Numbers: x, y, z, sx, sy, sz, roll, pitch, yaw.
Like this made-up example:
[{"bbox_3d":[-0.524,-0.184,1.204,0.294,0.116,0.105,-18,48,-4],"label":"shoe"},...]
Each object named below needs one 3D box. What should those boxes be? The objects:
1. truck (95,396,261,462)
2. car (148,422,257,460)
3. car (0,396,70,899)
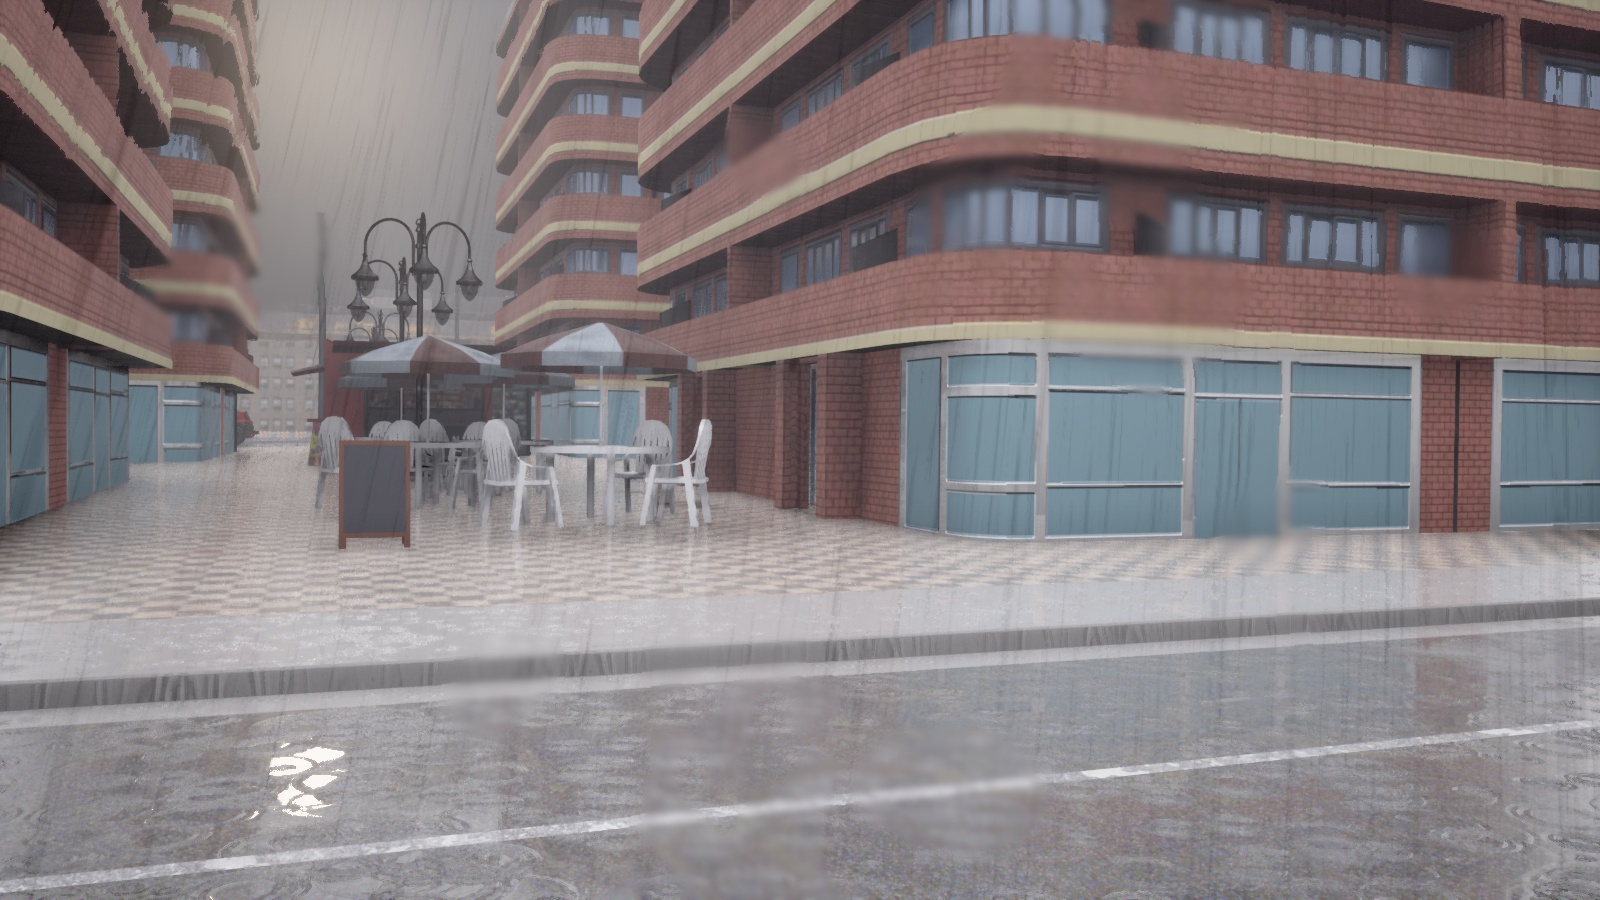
[{"bbox_3d":[-34.600,-1.203,70.199,7.936,3.462,2.891,-2,1,-21],"label":"truck"},{"bbox_3d":[-35.042,-0.569,73.783,5.566,2.045,2.150,-2,1,-21],"label":"car"},{"bbox_3d":[-3.978,0.743,1.726,4.856,1.649,2.033,-1,1,-21],"label":"car"}]
